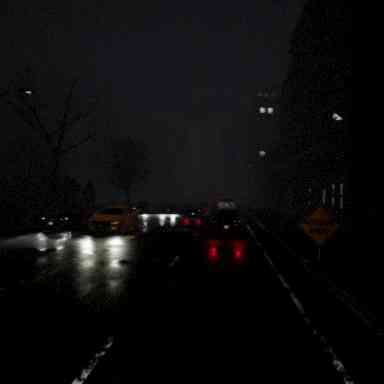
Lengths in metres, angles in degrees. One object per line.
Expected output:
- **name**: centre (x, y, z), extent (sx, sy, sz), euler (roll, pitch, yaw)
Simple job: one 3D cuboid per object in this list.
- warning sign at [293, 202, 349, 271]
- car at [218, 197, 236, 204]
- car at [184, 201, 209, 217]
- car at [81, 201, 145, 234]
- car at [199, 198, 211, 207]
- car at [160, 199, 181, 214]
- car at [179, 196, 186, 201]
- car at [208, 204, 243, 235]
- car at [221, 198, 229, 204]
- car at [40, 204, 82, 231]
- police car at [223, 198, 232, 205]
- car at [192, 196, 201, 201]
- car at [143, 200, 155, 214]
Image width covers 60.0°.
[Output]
- **warning sign**: centre (3.756, 1.260, 9.820), extent (1.300, 1.860, 1.060), euler (1, -1, 6)
- **car**: centre (4.547, 1.655, 43.252), extent (2.150, 2.045, 5.566), euler (1, -1, 6)
- **car**: centre (0.362, 1.901, 35.059), extent (1.895, 1.301, 4.718), euler (1, 0, 7)
- **car**: centre (-4.625, 1.577, 20.339), extent (1.882, 1.535, 5.008), euler (1, 0, 6)
- **car**: centre (1.644, 1.948, 47.342), extent (1.812, 1.442, 4.674), euler (1, 0, 7)
- **car**: centre (-2.475, 1.878, 39.605), extent (1.994, 1.385, 4.181), euler (1, 0, 6)
- **car**: centre (-2.254, 1.777, 79.378), extent (1.812, 1.442, 4.674), euler (1, -1, 3)
- **car**: centre (2.120, 1.733, 20.458), extent (1.812, 1.442, 4.674), euler (1, 0, 6)
- **car**: centre (9.011, 2.438, 90.046), extent (1.812, 1.442, 4.674), euler (1, -1, 2)
- **car**: centre (-7.783, 1.549, 21.361), extent (2.128, 1.511, 4.902), euler (1, 0, 6)
- **police car**: centre (8.524, 2.241, 80.082), extent (1.930, 1.638, 5.238), euler (1, -1, 3)
- **car**: centre (0.994, 1.658, 79.219), extent (2.097, 1.767, 4.553), euler (1, -1, 3)
- **car**: centre (-5.706, 1.805, 39.950), extent (1.837, 1.490, 4.892), euler (1, 0, 6)
